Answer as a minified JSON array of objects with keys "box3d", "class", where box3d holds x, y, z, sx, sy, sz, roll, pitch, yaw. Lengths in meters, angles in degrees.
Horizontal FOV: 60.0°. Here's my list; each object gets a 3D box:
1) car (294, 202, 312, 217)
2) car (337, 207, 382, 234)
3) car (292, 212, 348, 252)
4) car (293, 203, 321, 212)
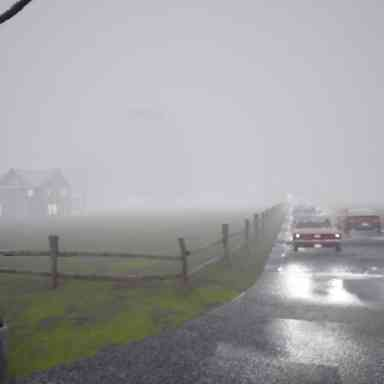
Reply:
[{"box3d":[12.959,2.017,38.989,1.882,1.535,5.008,-3,-1,17],"class":"car"},{"box3d":[10.188,1.652,20.544,1.882,1.535,5.008,-3,-2,17],"class":"car"},{"box3d":[5.494,1.803,14.952,1.895,1.301,4.718,-3,-2,17],"class":"car"},{"box3d":[8.782,1.844,25.576,2.128,1.511,4.902,-3,-2,17],"class":"car"}]
